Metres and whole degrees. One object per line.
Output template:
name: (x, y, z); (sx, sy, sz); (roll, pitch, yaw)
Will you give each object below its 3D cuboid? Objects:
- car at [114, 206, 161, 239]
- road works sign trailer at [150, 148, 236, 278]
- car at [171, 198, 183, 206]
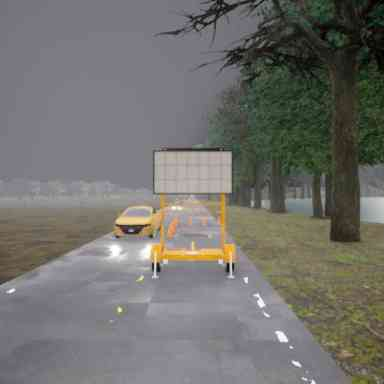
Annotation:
car: (-2.790, 1.505, 17.796); (1.882, 1.535, 5.008); (0, 0, 0)
road works sign trailer: (0.033, 0.473, 10.124); (2.380, 3.560, 2.880); (0, 0, 0)
car: (-2.632, 1.732, 58.894); (2.128, 1.511, 4.902); (0, 0, 0)
